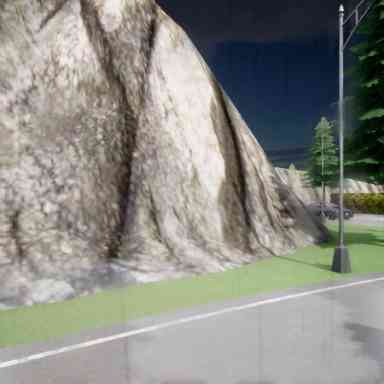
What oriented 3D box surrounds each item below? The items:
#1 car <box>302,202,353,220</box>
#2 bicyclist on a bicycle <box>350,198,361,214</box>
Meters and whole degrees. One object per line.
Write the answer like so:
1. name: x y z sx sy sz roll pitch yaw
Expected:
1. car: 11.298 1.564 27.960 1.994 1.385 4.181 0 0 -27
2. bicyclist on a bicycle: 16.381 1.453 33.343 1.656 1.620 0.582 0 0 -28
